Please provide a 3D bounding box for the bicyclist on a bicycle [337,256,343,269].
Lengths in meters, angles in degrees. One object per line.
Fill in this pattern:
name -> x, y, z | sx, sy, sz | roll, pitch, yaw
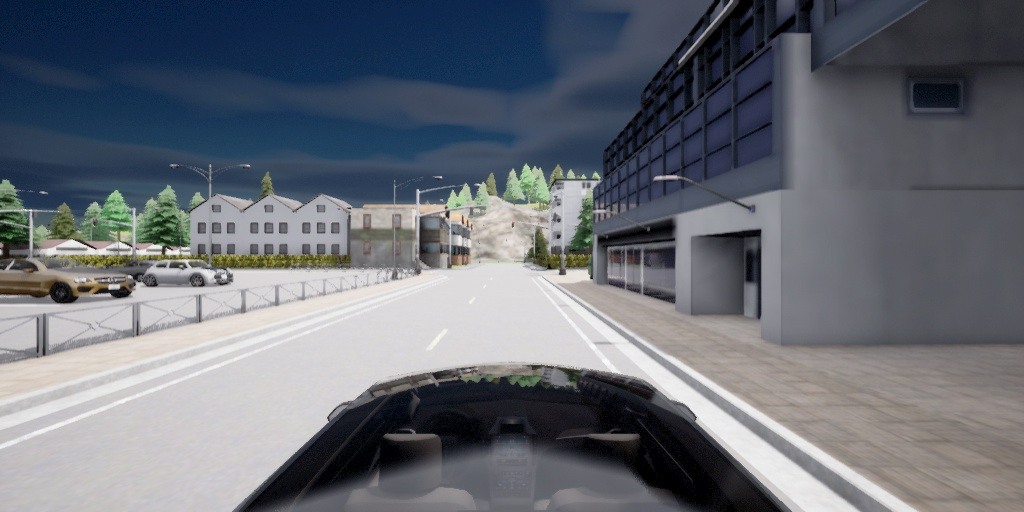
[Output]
bicyclist on a bicycle -> -22.330, 0.847, 46.535 | 0.582, 1.620, 1.656 | 0, 0, 0
